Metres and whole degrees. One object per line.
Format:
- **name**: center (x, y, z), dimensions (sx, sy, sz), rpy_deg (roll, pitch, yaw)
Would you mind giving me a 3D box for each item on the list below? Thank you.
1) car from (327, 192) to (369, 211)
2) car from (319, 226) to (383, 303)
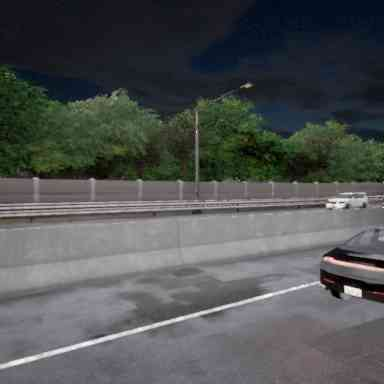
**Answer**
- **car**: center (17.492, 1.071, 37.264), dimensions (5.566, 2.045, 2.150), rpy_deg (-1, 1, -34)
- **car**: center (4.727, 1.475, 7.067), dimensions (4.902, 1.511, 2.128), rpy_deg (0, 0, -35)
